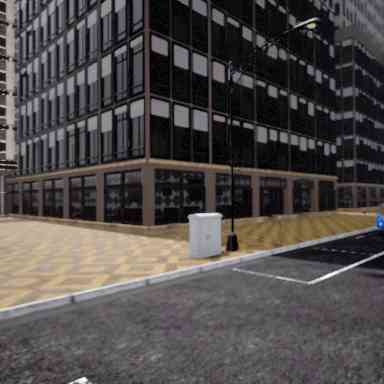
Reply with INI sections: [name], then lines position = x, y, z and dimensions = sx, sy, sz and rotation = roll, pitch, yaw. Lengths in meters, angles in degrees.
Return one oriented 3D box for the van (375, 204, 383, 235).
[van]
position = 11.837, 1.487, 18.910
dimensions = 3.998, 1.788, 1.690
rotation = 0, -1, -45
